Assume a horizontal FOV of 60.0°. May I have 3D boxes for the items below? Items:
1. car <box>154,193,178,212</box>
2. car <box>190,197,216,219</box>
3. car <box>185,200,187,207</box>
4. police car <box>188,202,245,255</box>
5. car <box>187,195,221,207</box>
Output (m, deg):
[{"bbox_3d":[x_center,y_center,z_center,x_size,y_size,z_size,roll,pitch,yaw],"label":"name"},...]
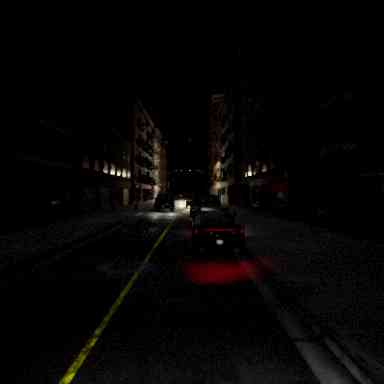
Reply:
[{"bbox_3d":[-3.091,1.178,38.325,2.150,2.045,5.566,0,0,0],"label":"car"},{"bbox_3d":[0.902,1.316,29.244,2.097,1.767,4.553,0,0,0],"label":"car"},{"bbox_3d":[0.007,1.499,49.375,2.033,1.411,5.357,0,0,0],"label":"car"},{"bbox_3d":[0.901,1.407,13.384,1.930,1.638,5.238,0,0,0],"label":"police car"},{"bbox_3d":[0.902,1.195,23.304,2.150,2.045,5.566,0,0,0],"label":"car"}]
